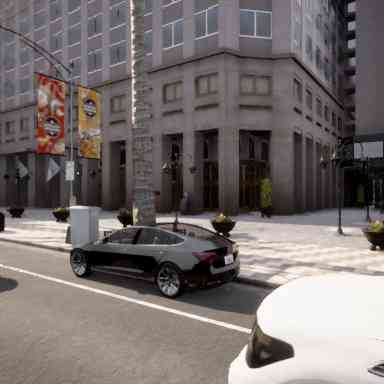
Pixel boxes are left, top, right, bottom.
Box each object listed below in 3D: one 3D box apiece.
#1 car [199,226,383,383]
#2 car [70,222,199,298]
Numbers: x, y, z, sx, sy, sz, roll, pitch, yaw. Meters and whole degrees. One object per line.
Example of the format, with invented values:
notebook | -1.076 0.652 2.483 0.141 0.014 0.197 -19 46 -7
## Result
car | 2.961 1.223 1.875 5.566 2.045 2.150 0 0 36
car | -1.109 1.513 8.579 4.786 1.482 2.161 0 0 35
